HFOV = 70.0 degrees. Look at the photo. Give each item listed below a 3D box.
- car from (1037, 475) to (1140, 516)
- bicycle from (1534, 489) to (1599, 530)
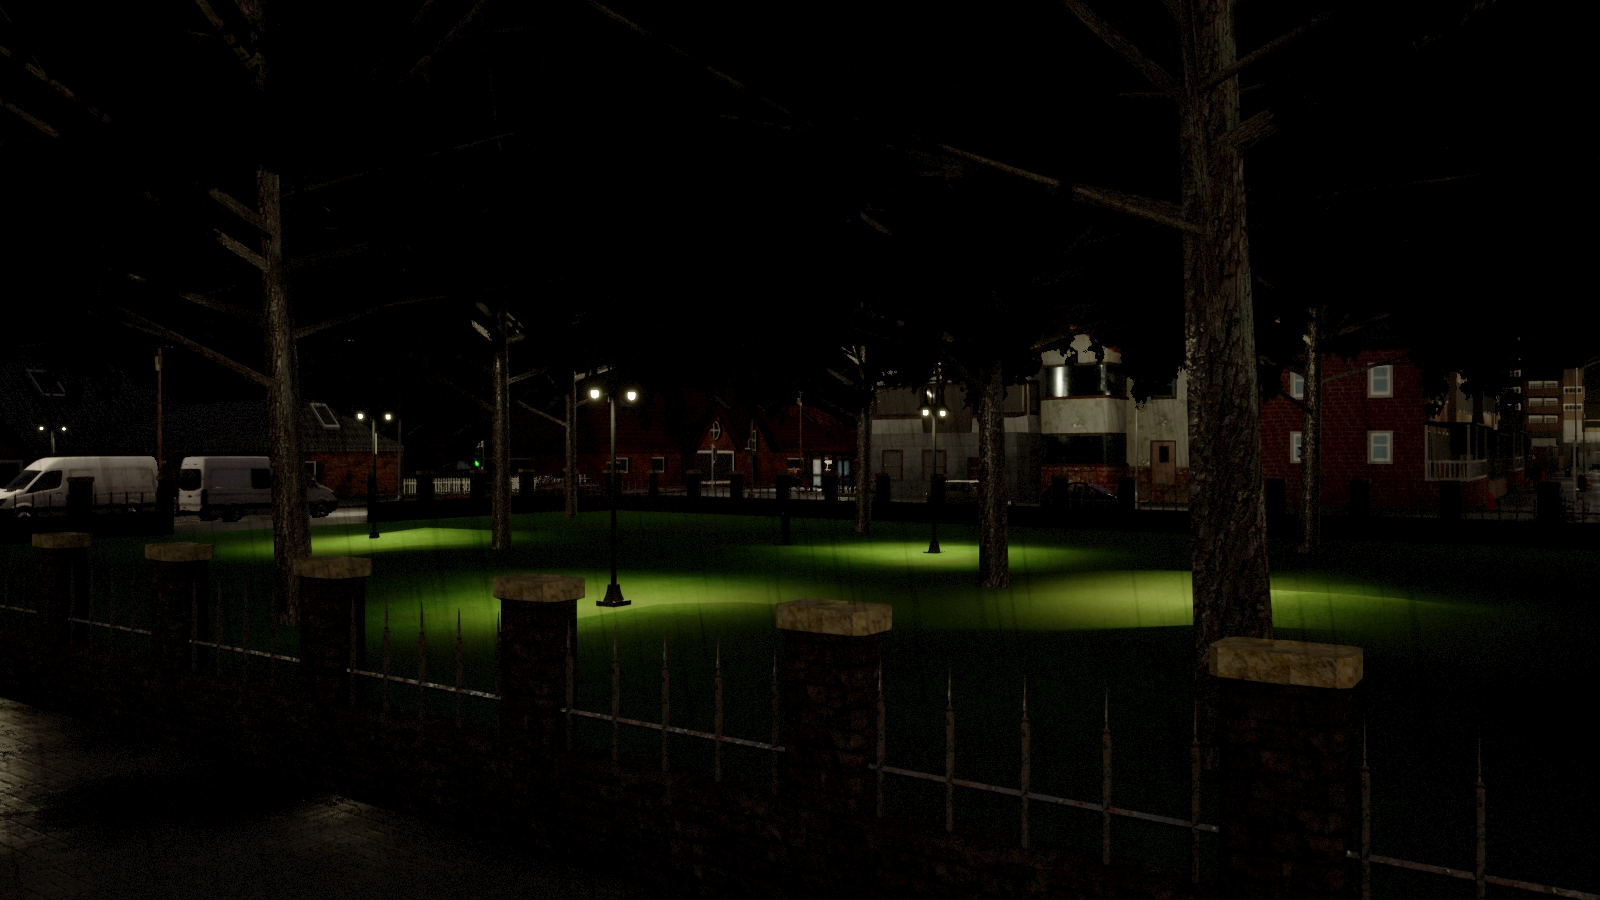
[{"bbox_3d":[11.752,1.818,46.570,3.633,1.501,1.845,0,0,35],"label":"car"},{"bbox_3d":[25.035,1.940,37.256,1.835,1.271,0.329,0,0,35],"label":"bicycle"}]
